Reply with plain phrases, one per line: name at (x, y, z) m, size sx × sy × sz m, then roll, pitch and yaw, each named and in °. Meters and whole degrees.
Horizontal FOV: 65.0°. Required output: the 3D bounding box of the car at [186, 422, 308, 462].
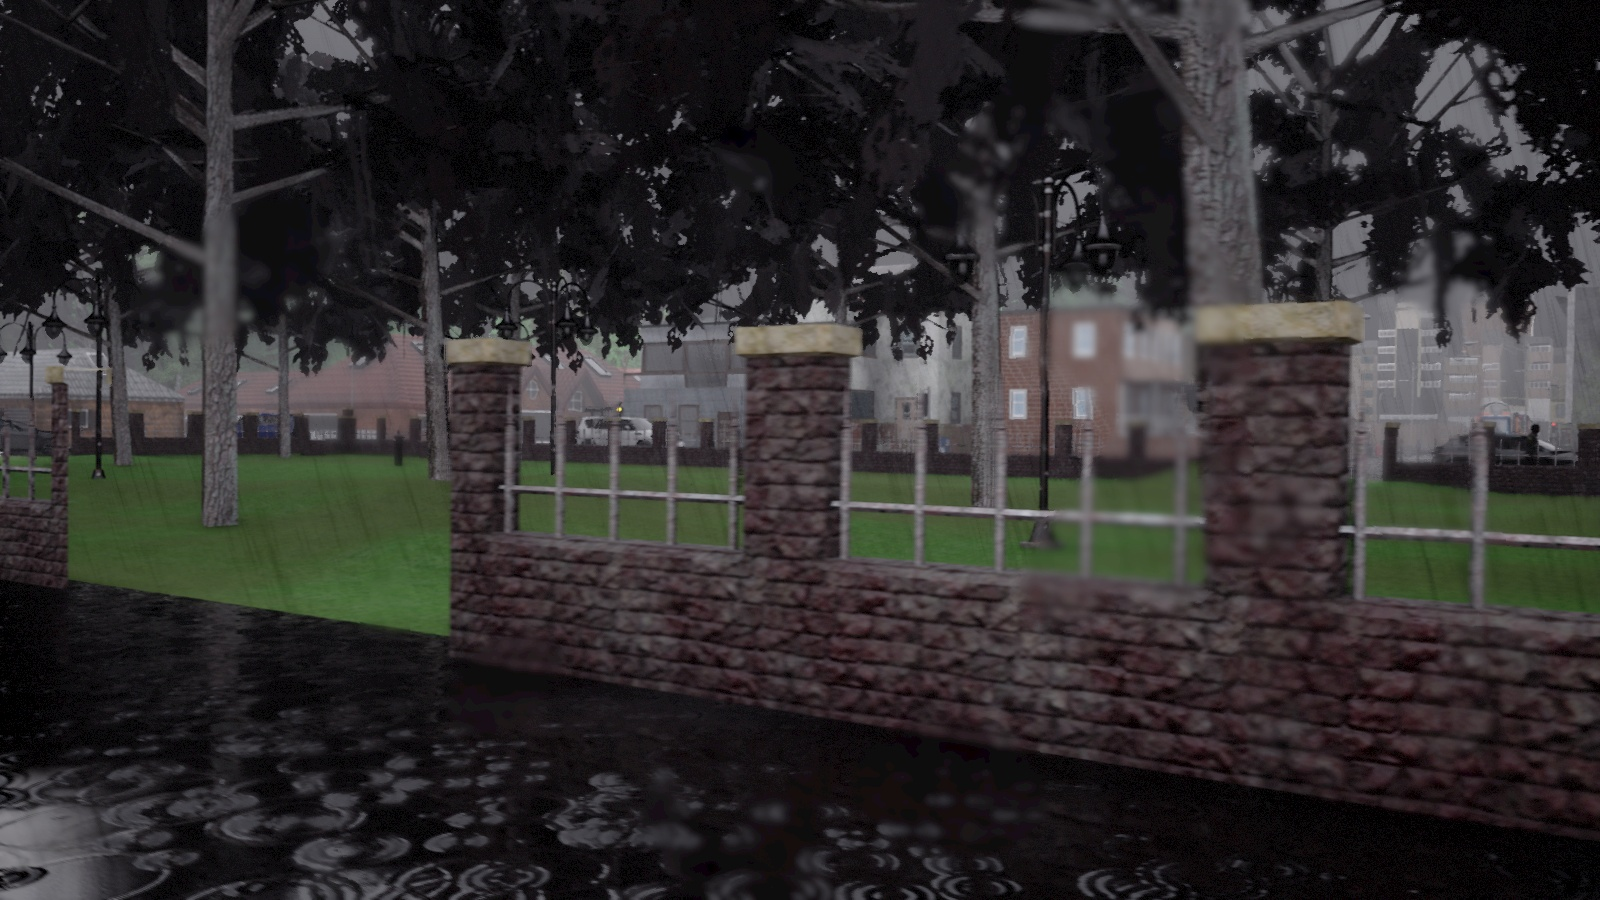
car at (-29.546, -0.447, 67.256) m, size 5.566 × 2.045 × 2.150 m, roll -1°, pitch 1°, yaw -45°

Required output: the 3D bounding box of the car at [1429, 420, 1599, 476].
car at (22.414, -0.084, 38.943) m, size 4.856 × 1.649 × 2.033 m, roll 0°, pitch 1°, yaw 41°

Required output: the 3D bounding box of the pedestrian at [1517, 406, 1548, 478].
pedestrian at (19.916, -0.214, 34.151) m, size 0.692 × 1.930 × 0.395 m, roll 0°, pitch 1°, yaw 34°

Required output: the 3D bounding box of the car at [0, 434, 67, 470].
car at (-33.758, 0.086, 53.742) m, size 1.845 × 1.501 × 3.633 m, roll 0°, pitch 1°, yaw 32°

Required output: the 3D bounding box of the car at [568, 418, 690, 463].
car at (-8.081, -0.441, 59.122) m, size 5.566 × 2.045 × 2.150 m, roll 0°, pitch 1°, yaw 31°
